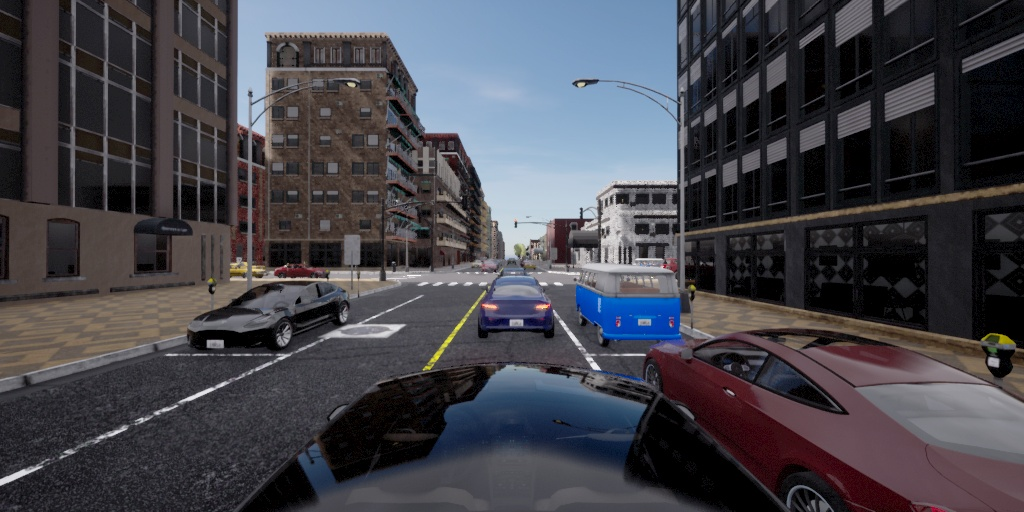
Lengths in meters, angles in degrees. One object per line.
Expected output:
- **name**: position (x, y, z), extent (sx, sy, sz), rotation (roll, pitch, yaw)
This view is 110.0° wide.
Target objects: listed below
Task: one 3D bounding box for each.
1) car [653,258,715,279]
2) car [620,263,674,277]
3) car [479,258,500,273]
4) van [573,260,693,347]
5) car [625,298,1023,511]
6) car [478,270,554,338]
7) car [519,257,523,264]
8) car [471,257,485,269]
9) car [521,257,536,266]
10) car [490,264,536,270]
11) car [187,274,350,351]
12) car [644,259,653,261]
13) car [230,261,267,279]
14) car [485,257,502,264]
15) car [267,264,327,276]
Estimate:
- **car**: position (14.912, 1.107, 29.919), extent (5.009, 1.841, 2.192), rotation (0, 0, 0)
- **car**: position (13.394, 1.417, 35.729), extent (4.718, 1.301, 1.895), rotation (0, 0, 1)
- **car**: position (-2.834, 1.302, 43.677), extent (1.812, 1.442, 4.674), rotation (0, 0, -6)
- **van**: position (2.655, 1.092, 9.031), extent (1.690, 1.789, 3.998), rotation (0, 0, 0)
- **car**: position (2.657, 1.332, 3.342), extent (1.802, 1.307, 4.207), rotation (0, 0, 0)
- **car**: position (0.099, 1.277, 10.031), extent (1.812, 1.442, 4.674), rotation (0, 0, 0)
- **car**: position (2.674, 1.380, 64.896), extent (1.802, 1.307, 4.207), rotation (0, 0, 0)
- **car**: position (-5.706, 1.316, 59.183), extent (1.751, 1.417, 4.829), rotation (0, 0, 0)
- **car**: position (2.677, 1.309, 53.987), extent (1.751, 1.417, 4.829), rotation (0, 0, 0)
- **car**: position (0.088, 1.317, 18.482), extent (1.994, 1.385, 4.181), rotation (0, 0, 0)
- **car**: position (-5.692, 1.317, 9.055), extent (1.948, 1.339, 4.313), rotation (0, 0, 0)
- **car**: position (14.821, 1.297, 32.549), extent (4.902, 1.511, 2.128), rotation (0, 0, 0)
- **car**: position (-22.967, 1.215, 29.818), extent (4.829, 1.417, 1.751), rotation (0, 0, 0)
- **car**: position (-3.103, 1.337, 58.436), extent (2.033, 1.411, 5.357), rotation (0, 0, 0)
- **car**: position (-17.474, 1.283, 29.833), extent (4.207, 1.307, 1.802), rotation (0, 0, 0)
